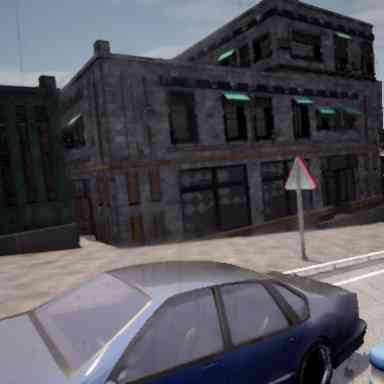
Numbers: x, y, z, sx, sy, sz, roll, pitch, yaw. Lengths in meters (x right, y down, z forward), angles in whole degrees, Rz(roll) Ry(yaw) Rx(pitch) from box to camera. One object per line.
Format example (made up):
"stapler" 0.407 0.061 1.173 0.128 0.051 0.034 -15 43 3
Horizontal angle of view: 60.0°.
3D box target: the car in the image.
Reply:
"car" -0.256 1.516 3.497 5.357 1.411 2.033 1 0 -36
